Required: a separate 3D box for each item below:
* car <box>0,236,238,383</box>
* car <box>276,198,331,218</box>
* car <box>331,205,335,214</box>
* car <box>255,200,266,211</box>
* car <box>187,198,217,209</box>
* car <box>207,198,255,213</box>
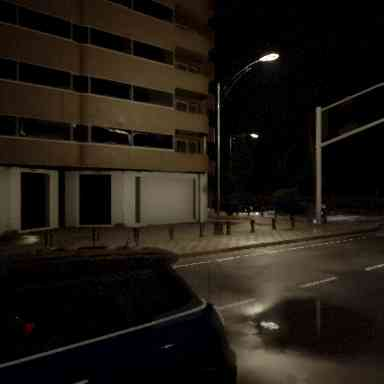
[{"bbox_3d":[-1.833,1.352,2.685,4.553,1.767,2.097,0,0,-36],"label":"car"},{"bbox_3d":[9.961,1.569,30.865,1.812,1.442,4.674,0,0,-37],"label":"car"},{"bbox_3d":[12.138,1.394,33.799,2.097,1.767,4.553,0,0,-36],"label":"car"},{"bbox_3d":[6.889,1.546,41.069,1.837,1.490,4.892,0,0,-36],"label":"car"},{"bbox_3d":[1.411,1.643,48.666,1.895,1.301,4.718,0,0,-36],"label":"car"},{"bbox_3d":[4.332,1.591,38.630,2.033,1.411,5.357,0,0,-36],"label":"car"}]
